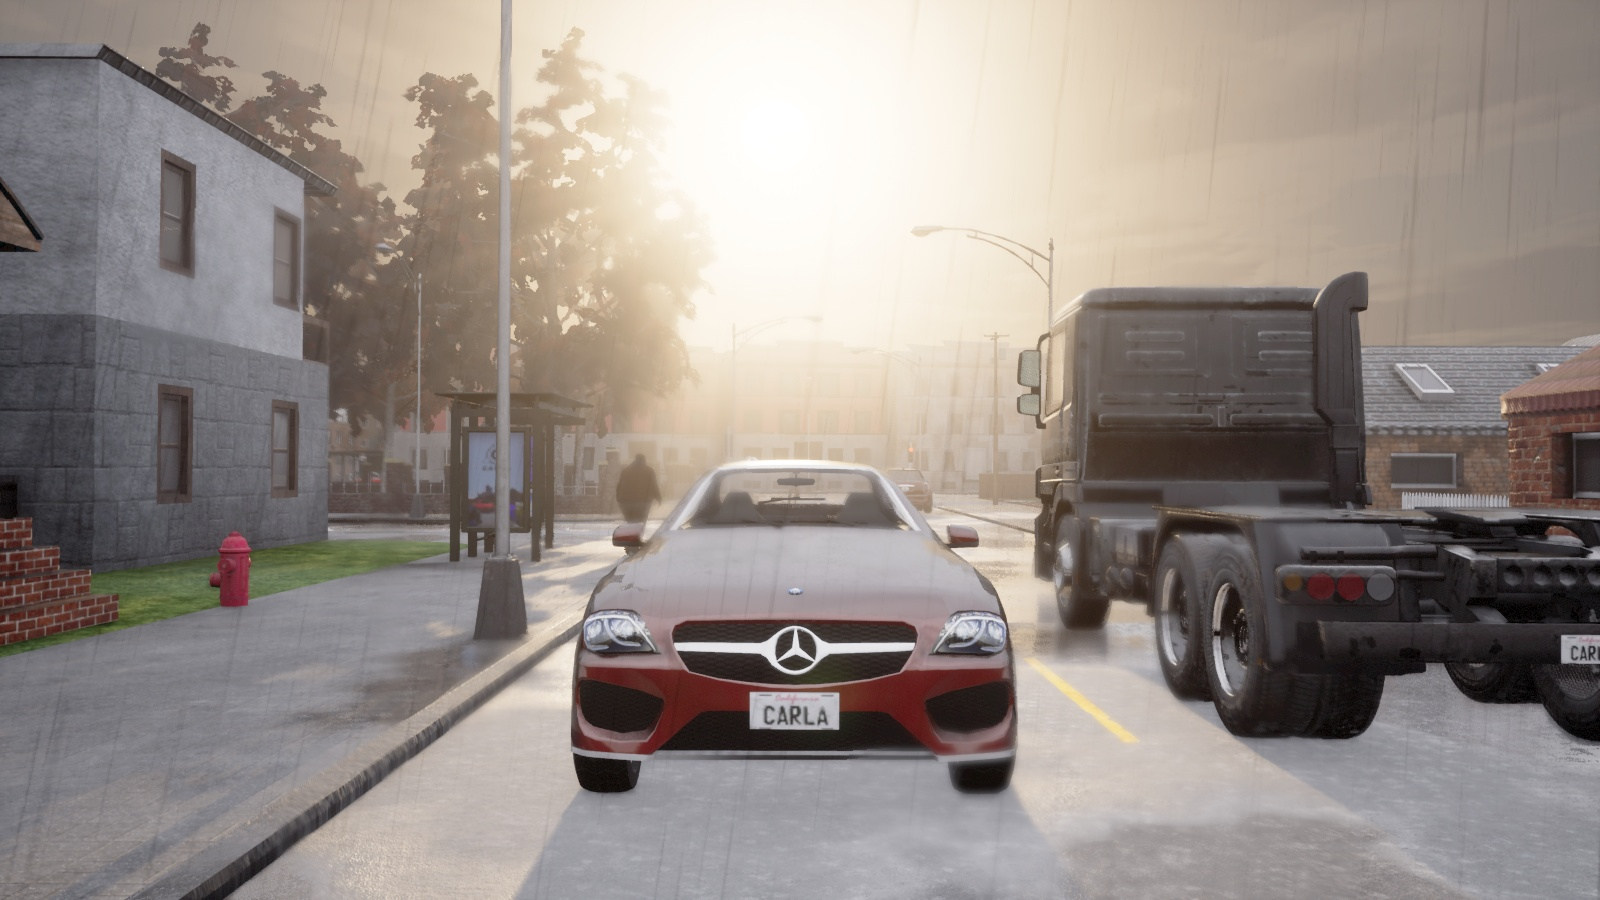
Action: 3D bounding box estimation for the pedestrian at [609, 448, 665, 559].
[{"bbox_3d":[-2.755,0.891,21.243,0.634,1.844,0.899,0,-1,16],"label":"pedestrian"}]

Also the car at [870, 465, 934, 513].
[{"bbox_3d":[3.885,1.472,48.608,2.097,1.767,4.553,0,-1,0],"label":"car"}]

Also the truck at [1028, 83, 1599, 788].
[{"bbox_3d":[3.956,-0.013,10.135,2.891,3.462,7.936,0,-1,1],"label":"truck"}]

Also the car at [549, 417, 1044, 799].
[{"bbox_3d":[-0.022,0.727,7.979,2.152,1.651,5.027,0,-1,0],"label":"car"}]
